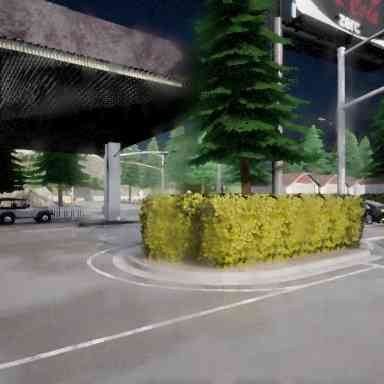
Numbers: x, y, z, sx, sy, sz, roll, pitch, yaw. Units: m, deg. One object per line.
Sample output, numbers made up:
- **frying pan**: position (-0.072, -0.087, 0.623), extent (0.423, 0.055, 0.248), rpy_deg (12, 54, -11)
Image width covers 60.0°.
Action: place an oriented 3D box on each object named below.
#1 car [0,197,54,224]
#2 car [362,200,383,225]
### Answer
- **car**: position (-11.962, 1.313, 23.485), extent (3.866, 1.878, 1.905), rpy_deg (0, 0, -36)
- **car**: position (10.757, 1.307, 22.251), extent (1.837, 1.490, 4.892), rpy_deg (-1, 1, -35)
